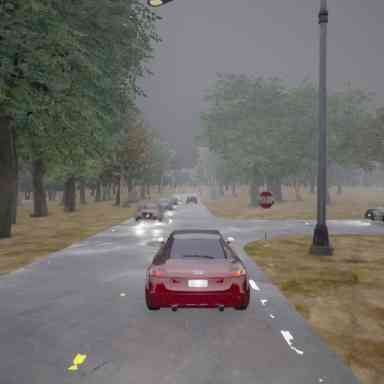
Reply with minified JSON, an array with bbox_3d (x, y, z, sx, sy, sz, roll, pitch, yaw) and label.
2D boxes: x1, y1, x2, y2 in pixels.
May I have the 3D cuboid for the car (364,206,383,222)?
[{"bbox_3d":[13.896,1.346,22.252,4.181,1.385,1.994,-1,1,2],"label":"car"}]

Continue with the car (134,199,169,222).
[{"bbox_3d":[-3.156,1.509,25.531,1.994,1.385,4.181,1,0,0],"label":"car"}]

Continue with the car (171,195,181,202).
[{"bbox_3d":[-3.163,1.285,67.615,1.812,1.442,4.674,0,0,0],"label":"car"}]

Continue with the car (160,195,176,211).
[{"bbox_3d":[-3.191,1.420,39.553,1.837,1.490,4.892,0,1,0],"label":"car"}]

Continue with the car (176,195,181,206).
[{"bbox_3d":[-3.188,1.401,53.080,2.033,1.411,5.357,0,0,0],"label":"car"}]

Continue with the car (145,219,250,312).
[{"bbox_3d":[0.090,1.558,7.796,1.994,1.385,4.181,0,0,0],"label":"car"}]

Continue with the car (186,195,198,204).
[{"bbox_3d":[-0.045,1.312,60.663,1.837,1.490,4.892,0,0,0],"label":"car"}]
